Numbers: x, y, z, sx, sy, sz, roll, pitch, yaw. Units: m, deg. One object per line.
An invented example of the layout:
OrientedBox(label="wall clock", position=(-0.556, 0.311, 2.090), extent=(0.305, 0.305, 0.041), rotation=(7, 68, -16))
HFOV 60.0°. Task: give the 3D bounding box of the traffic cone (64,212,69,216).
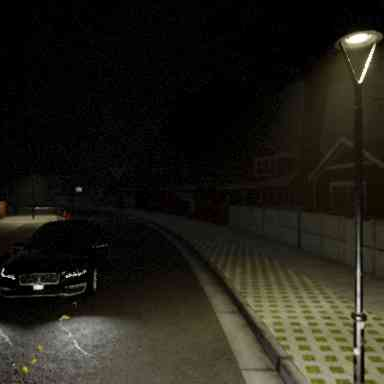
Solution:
OrientedBox(label="traffic cone", position=(-10.485, 2.068, 28.298), extent=(0.340, 0.580, 0.340), rotation=(0, 0, -23))

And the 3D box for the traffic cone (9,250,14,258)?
OrientedBox(label="traffic cone", position=(-5.250, 1.996, 9.683), extent=(0.340, 0.580, 0.340), rotation=(0, 0, -9))

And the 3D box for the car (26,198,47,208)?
OrientedBox(label="car", position=(-24.790, 1.724, 52.861), extent=(1.812, 1.442, 4.674), rotation=(0, 0, -45))

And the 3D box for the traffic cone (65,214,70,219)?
OrientedBox(label="traffic cone", position=(-8.746, 2.050, 23.775), extent=(0.340, 0.580, 0.340), rotation=(0, 0, -19))

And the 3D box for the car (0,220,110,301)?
OrientedBox(label="car", position=(-3.224, 1.540, 8.640), extent=(1.837, 1.490, 4.892), rotation=(0, 0, -8))
